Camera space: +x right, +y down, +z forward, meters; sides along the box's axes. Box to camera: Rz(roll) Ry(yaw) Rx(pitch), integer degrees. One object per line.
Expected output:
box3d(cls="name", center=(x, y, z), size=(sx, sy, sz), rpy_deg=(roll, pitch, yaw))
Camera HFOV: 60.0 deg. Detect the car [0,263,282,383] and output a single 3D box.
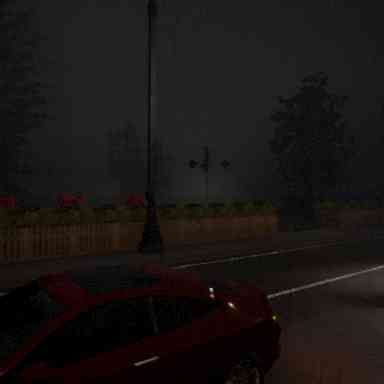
box3d(cls="car", center=(-1.085, 1.531, 3.217), size=(4.674, 1.442, 1.812), rpy_deg=(0, 0, -36))
